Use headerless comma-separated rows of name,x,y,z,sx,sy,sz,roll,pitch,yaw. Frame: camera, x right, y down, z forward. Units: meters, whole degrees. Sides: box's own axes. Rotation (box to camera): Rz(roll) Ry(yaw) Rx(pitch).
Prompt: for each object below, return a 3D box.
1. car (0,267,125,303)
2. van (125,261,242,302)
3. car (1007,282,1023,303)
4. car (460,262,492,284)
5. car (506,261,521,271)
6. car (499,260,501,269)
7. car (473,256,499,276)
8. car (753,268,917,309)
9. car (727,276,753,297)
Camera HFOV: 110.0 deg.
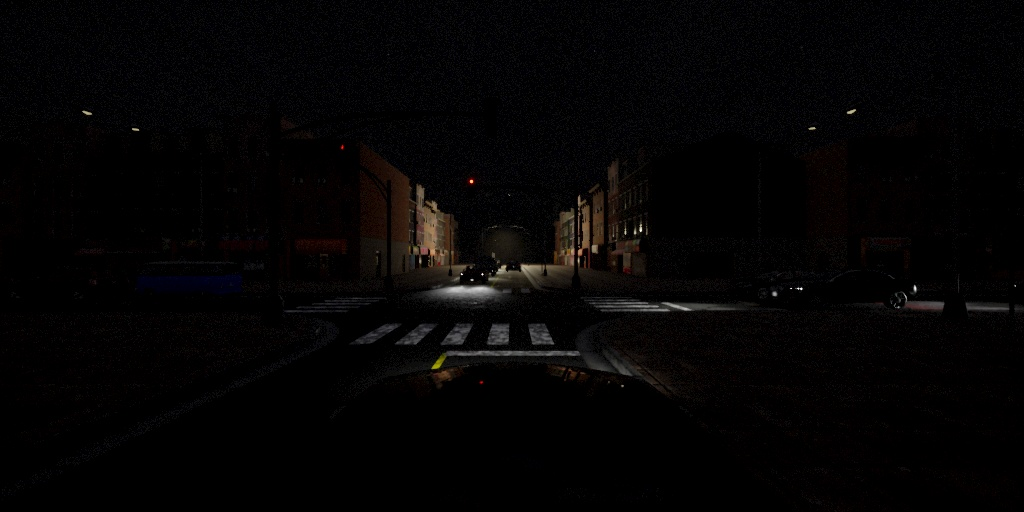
car,-20.186,1.239,16.397,4.097,1.591,1.967,0,0,0
van,-14.711,1.124,16.411,3.998,1.789,1.690,0,0,0
car,22.702,1.296,13.968,4.718,1.301,1.895,0,0,0
car,-2.794,1.365,27.295,1.895,1.301,4.718,0,0,0
car,0.208,1.345,48.676,1.994,1.385,4.181,0,0,0
car,-2.742,1.284,47.310,1.837,1.490,4.892,0,0,0
car,-2.775,0.993,37.161,2.150,2.045,5.566,0,0,0
car,12.660,1.205,13.948,4.902,1.511,2.128,0,0,0
car,12.291,1.267,16.480,4.403,1.370,2.007,0,0,0
